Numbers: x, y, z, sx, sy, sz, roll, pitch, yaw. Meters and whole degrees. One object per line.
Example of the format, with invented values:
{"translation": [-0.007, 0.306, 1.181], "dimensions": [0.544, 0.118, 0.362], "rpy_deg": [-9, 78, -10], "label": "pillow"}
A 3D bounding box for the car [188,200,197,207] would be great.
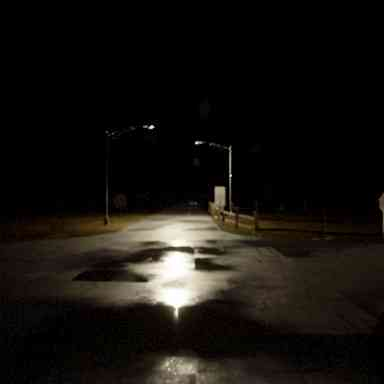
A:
{"translation": [0.087, 2.357, 68.426], "dimensions": [1.895, 1.301, 4.718], "rpy_deg": [0, -1, 0], "label": "car"}
